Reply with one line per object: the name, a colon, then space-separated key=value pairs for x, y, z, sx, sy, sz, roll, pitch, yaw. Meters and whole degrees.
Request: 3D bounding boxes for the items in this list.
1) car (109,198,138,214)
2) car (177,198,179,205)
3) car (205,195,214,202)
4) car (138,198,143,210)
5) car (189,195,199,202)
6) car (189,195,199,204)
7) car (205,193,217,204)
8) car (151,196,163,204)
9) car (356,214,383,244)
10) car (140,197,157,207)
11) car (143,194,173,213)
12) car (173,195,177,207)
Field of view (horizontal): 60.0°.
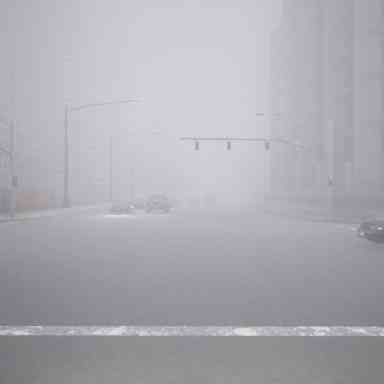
car: x=-7.277 y=1.564 z=34.995 sx=1.994 sy=1.385 sz=4.181 roll=0 pitch=0 yaw=1
car: x=-3.430 y=1.352 z=57.649 sx=2.097 sy=1.767 sz=4.553 roll=0 pitch=0 yaw=1
car: x=3.908 y=1.415 z=75.424 sx=1.837 sy=1.490 sz=4.892 roll=0 pitch=0 yaw=1
car: x=-7.158 y=1.478 z=43.822 sx=1.882 sy=1.535 sz=5.008 roll=0 pitch=0 yaw=1
car: x=0.407 y=1.524 z=75.336 sx=2.128 sy=1.511 sz=4.902 roll=0 pitch=0 yaw=1
car: x=0.357 y=1.564 z=65.462 sx=1.994 sy=1.385 sz=4.181 roll=0 pitch=0 yaw=1
car: x=3.748 y=1.221 z=64.811 sx=2.150 sy=2.045 sz=5.566 roll=0 pitch=0 yaw=1
car: x=-6.800 y=1.526 z=64.600 sx=1.812 sy=1.442 sz=4.674 roll=0 pitch=0 yaw=2
car: x=9.231 y=1.526 z=13.567 sx=4.674 sy=1.442 sz=1.812 roll=0 pitch=0 yaw=0
car: x=-6.998 y=1.564 z=53.740 sx=1.994 sy=1.385 sz=4.181 roll=0 pitch=0 yaw=1
car: x=-3.736 y=1.221 z=37.577 sx=2.150 sy=2.045 sz=5.566 roll=0 pitch=0 yaw=1
car: x=-3.595 y=1.505 z=47.494 sx=1.837 sy=1.490 sz=4.892 roll=0 pitch=0 yaw=1
